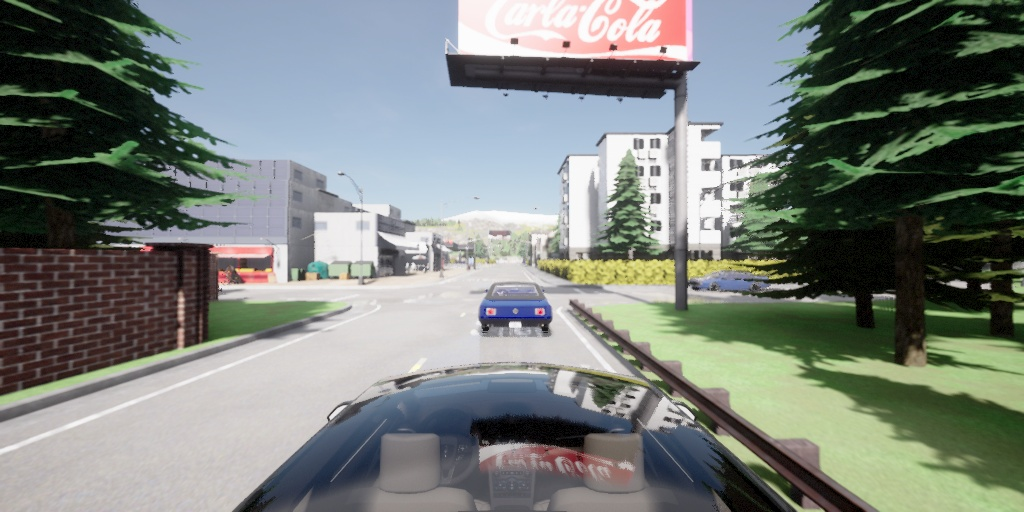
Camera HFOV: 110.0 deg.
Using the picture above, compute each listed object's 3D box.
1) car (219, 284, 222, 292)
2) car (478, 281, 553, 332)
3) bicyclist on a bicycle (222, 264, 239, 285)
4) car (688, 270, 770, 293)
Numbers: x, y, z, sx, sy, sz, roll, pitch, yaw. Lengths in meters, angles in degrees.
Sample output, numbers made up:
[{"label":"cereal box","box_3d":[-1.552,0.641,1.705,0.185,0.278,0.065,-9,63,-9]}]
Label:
[{"label":"car","box_3d":[-19.645,1.635,20.251,5.357,1.411,2.033,0,0,1]},{"label":"car","box_3d":[0.090,1.433,11.134,1.895,1.301,4.718,0,0,0]},{"label":"bicyclist on a bicycle","box_3d":[-21.802,1.454,27.774,0.582,1.620,1.656,0,0,1]},{"label":"car","box_3d":[14.453,1.669,24.162,5.357,1.411,2.033,0,0,-9]}]
